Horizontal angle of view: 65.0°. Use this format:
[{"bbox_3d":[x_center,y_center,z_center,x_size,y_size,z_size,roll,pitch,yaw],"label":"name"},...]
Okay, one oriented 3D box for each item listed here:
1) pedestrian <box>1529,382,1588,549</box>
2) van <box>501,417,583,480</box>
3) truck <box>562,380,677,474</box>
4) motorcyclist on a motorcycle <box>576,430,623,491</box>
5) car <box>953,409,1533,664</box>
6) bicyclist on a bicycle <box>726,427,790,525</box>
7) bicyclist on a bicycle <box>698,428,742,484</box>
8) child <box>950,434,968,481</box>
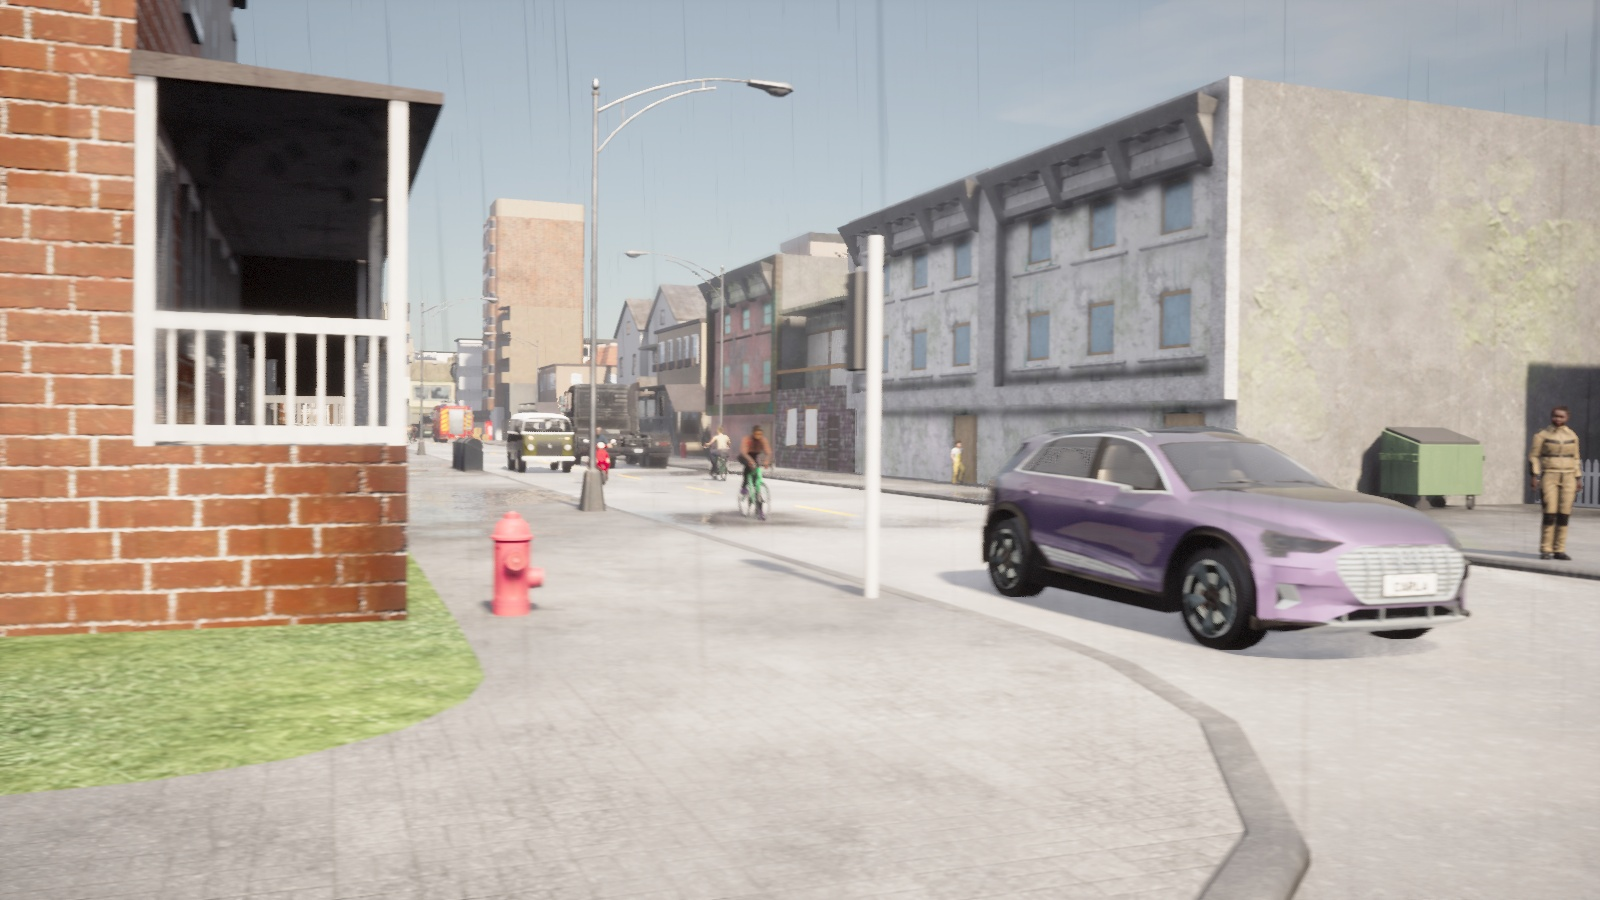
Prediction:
[{"bbox_3d":[8.988,0.177,14.896,0.396,1.930,0.692,0,1,12],"label":"pedestrian"},{"bbox_3d":[-8.940,-0.080,43.199,2.069,2.038,4.480,-1,1,-21],"label":"van"},{"bbox_3d":[-7.377,-0.916,50.329,2.891,3.462,7.936,-1,1,-21],"label":"truck"},{"bbox_3d":[-5.431,0.262,33.953,0.866,1.590,1.817,-1,1,-21],"label":"motorcyclist on a motorcycle"},{"bbox_3d":[3.356,0.521,10.767,2.033,1.649,4.856,-1,1,-21],"label":"car"},{"bbox_3d":[-0.734,0.413,21.565,0.582,1.620,1.656,-1,1,-21],"label":"bicyclist on a bicycle"},{"bbox_3d":[-2.373,0.163,37.168,0.866,1.612,1.509,-1,1,-21],"label":"bicyclist on a bicycle"},{"bbox_3d":[4.311,0.197,34.053,0.270,1.263,0.437,-1,1,-22],"label":"child"}]
